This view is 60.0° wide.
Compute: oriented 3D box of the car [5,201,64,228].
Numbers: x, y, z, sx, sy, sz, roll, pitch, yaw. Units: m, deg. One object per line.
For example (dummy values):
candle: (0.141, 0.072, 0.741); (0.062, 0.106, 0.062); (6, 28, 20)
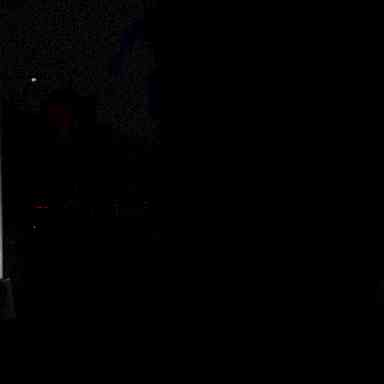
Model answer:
car: (-9.722, 1.355, 17.913); (1.895, 1.301, 4.718); (-2, 0, 35)

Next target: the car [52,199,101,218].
car: (-9.017, 1.246, 24.598); (2.128, 1.511, 4.902); (-2, 0, 35)

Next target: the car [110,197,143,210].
car: (-7.410, 1.303, 38.583); (1.994, 1.385, 4.181); (-2, 0, 35)
